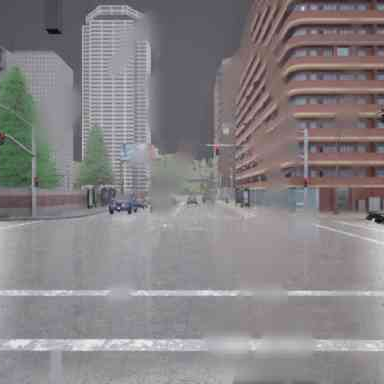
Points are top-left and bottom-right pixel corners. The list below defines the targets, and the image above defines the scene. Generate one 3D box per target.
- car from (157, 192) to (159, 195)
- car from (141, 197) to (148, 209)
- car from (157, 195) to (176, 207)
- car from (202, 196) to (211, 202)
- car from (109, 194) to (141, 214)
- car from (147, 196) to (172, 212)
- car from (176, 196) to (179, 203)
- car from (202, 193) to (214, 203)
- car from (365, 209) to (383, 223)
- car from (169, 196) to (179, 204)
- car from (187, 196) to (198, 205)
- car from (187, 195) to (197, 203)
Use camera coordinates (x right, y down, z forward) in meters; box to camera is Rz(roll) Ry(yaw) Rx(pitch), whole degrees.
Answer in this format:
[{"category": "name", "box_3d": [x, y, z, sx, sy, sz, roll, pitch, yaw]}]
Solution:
[{"category": "car", "box_3d": [-7.134, 1.352, 64.775, 2.097, 1.767, 4.553, 0, 0, 0]}, {"category": "car", "box_3d": [-7.163, 1.547, 45.437, 2.033, 1.411, 5.357, 0, 0, 0]}, {"category": "car", "box_3d": [-3.658, 1.526, 47.343, 1.812, 1.442, 4.674, 0, 0, 0]}, {"category": "car", "box_3d": [3.391, 1.576, 78.236, 1.895, 1.301, 4.718, 0, 0, 0]}, {"category": "car", "box_3d": [-7.150, 1.222, 35.187, 2.150, 2.045, 5.566, 0, 0, 0]}, {"category": "car", "box_3d": [-3.651, 1.526, 38.247, 1.812, 1.442, 4.674, 0, 0, 0]}, {"category": "car", "box_3d": [-3.663, 1.547, 57.054, 2.033, 1.411, 5.357, 0, 0, 0]}, {"category": "car", "box_3d": [3.405, 1.221, 68.668, 2.150, 2.045, 5.566, 0, 0, 0]}, {"category": "car", "box_3d": [15.000, 1.492, 23.239, 5.357, 1.411, 2.033, 0, 0, -12]}, {"category": "car", "box_3d": [-3.615, 1.526, 67.010, 1.812, 1.442, 4.674, 0, 0, 0]}, {"category": "car", "box_3d": [0.022, 1.547, 59.639, 2.033, 1.411, 5.357, 0, 0, -1]}, {"category": "car", "box_3d": [0.003, 1.477, 69.905, 1.882, 1.535, 5.008, 0, 0, 0]}]
